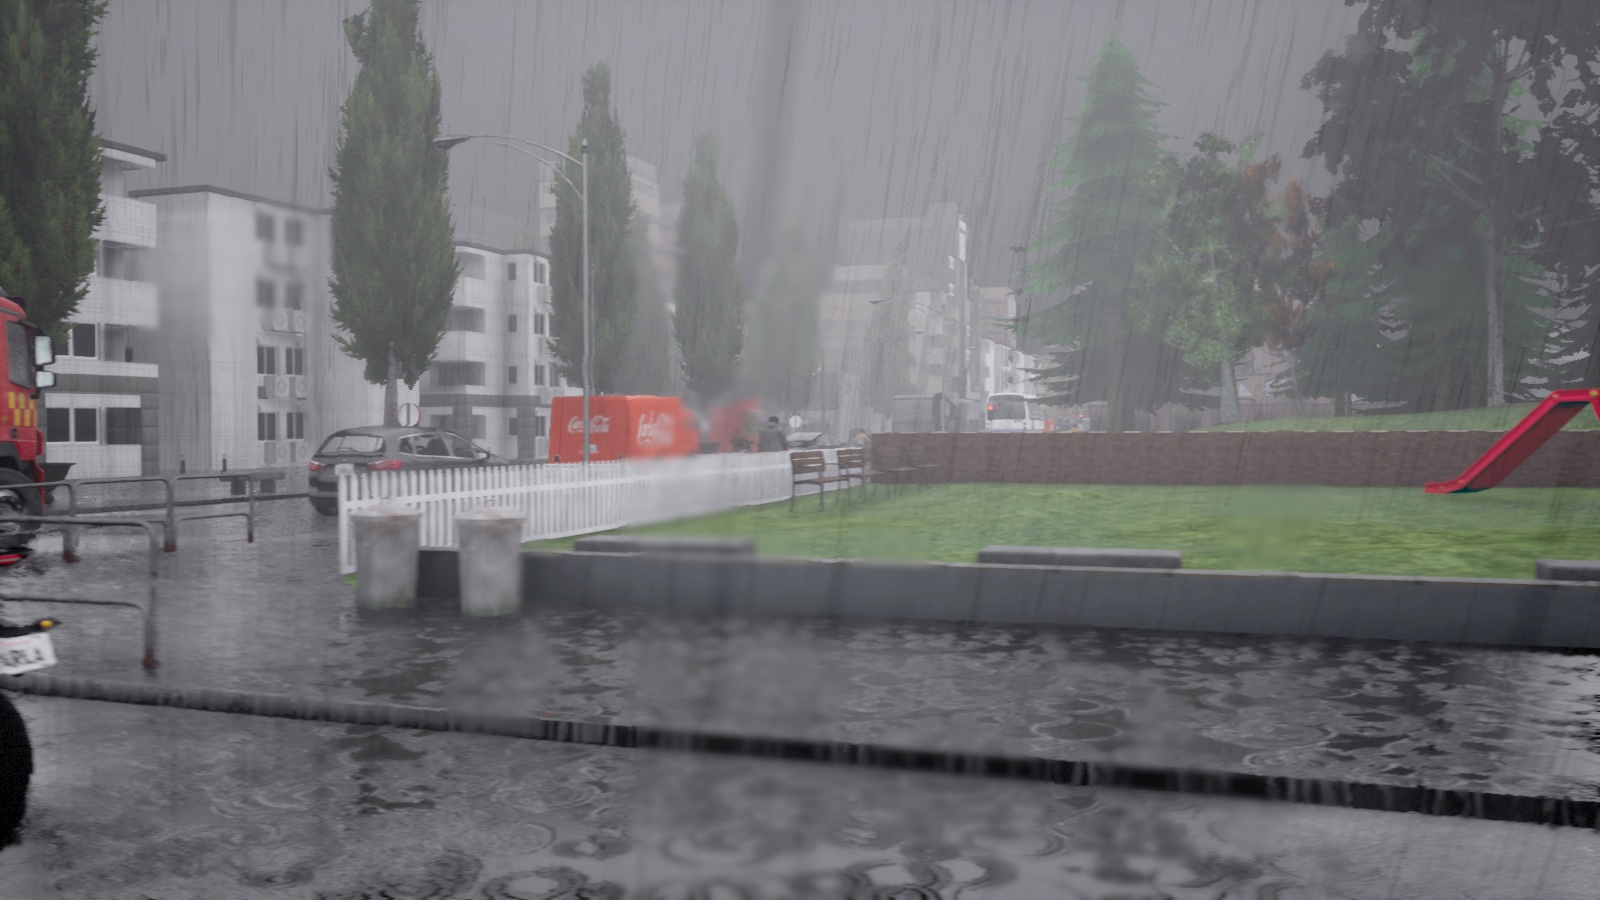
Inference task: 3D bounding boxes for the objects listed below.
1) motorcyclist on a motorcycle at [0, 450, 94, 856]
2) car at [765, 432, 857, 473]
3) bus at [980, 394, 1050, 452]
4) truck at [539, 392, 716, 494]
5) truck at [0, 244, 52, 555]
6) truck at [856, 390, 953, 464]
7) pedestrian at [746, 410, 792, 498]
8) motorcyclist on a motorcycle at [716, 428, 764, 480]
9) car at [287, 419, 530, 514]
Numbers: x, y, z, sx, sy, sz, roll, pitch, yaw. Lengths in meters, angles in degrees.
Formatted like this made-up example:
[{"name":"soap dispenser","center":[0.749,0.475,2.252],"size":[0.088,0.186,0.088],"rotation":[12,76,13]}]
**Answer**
[{"name":"motorcyclist on a motorcycle","center":[-4.065,0.765,5.093],"size":[2.191,1.530,0.866],"rotation":[1,1,20]},{"name":"car","center":[0.496,0.057,48.268],"size":[2.163,1.488,4.792],"rotation":[1,1,19]},{"name":"bus","center":[16.823,-2.049,97.729],"size":[3.944,4.253,10.273],"rotation":[1,1,18]},{"name":"truck","center":[-4.462,-0.212,33.436],"size":[2.627,2.467,5.204],"rotation":[1,1,18]},{"name":"truck","center":[-10.641,-0.588,13.173],"size":[2.891,3.827,8.468],"rotation":[0,1,-17]},{"name":"truck","center":[5.376,-1.141,62.948],"size":[2.891,3.462,7.936],"rotation":[1,1,20]},{"name":"pedestrian","center":[-0.695,0.081,28.285],"size":[0.659,1.952,0.873],"rotation":[1,1,31]},{"name":"motorcyclist on a motorcycle","center":[-1.945,0.115,40.970],"size":[0.766,1.649,2.350],"rotation":[1,1,18]},{"name":"car","center":[-7.467,0.251,24.496],"size":[2.242,1.667,4.611],"rotation":[1,1,19]}]
